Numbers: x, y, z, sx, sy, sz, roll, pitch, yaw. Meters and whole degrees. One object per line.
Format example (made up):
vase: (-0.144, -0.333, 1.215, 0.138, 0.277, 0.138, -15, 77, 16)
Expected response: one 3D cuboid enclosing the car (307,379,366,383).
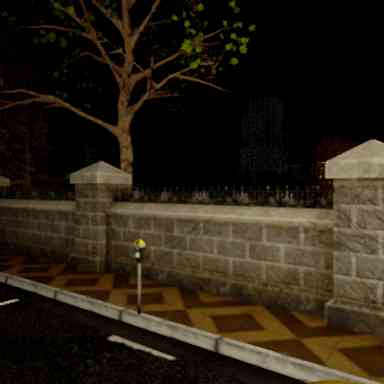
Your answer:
car: (2.398, 1.530, 1.010, 4.829, 1.417, 1.752, 0, 0, 35)
